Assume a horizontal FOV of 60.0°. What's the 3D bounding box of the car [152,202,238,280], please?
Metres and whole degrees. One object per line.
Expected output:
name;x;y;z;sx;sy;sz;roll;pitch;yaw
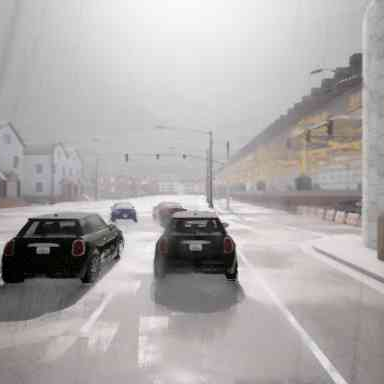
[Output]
car;0.084;1.357;10.147;2.097;1.767;4.553;0;0;0

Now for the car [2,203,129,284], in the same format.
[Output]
car;-3.415;1.357;9.740;2.097;1.767;4.553;0;0;0

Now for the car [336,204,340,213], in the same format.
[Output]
car;13.934;1.463;24.991;2.038;1.542;4.974;0;0;-35

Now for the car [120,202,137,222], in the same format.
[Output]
car;-5.404;1.537;25.966;1.812;1.442;4.674;0;0;-16

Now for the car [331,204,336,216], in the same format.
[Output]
car;14.039;1.465;29.598;2.038;1.542;4.974;0;0;45

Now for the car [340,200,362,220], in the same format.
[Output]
car;13.964;1.305;24.949;1.853;1.218;4.536;0;0;-35

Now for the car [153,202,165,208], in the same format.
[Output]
car;-1.832;1.489;25.618;1.882;1.535;5.008;0;0;-16

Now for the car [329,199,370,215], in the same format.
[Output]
car;14.075;1.307;29.635;1.853;1.218;4.536;0;0;45
